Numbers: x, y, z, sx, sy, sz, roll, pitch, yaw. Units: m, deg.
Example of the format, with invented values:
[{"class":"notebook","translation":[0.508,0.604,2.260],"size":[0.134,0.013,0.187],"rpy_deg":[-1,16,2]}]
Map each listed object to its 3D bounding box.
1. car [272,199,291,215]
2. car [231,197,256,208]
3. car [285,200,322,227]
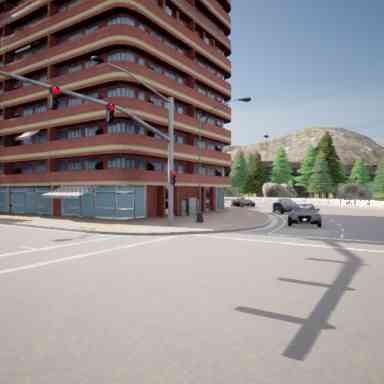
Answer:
[{"class":"car","translation":[9.431,1.437,33.502],"size":[1.812,1.442,4.674],"rpy_deg":[0,0,-1]},{"class":"car","translation":[7.090,1.452,45.993],"size":[1.994,1.385,4.181],"rpy_deg":[0,0,-21]},{"class":"car","translation":[7.452,1.491,22.023],"size":[1.994,1.385,4.181],"rpy_deg":[0,0,19]}]
